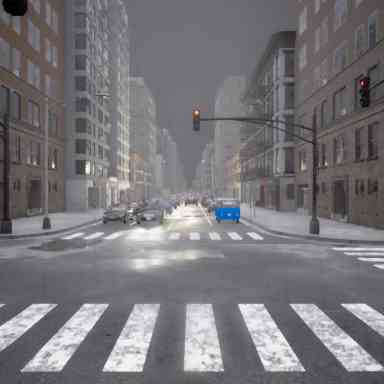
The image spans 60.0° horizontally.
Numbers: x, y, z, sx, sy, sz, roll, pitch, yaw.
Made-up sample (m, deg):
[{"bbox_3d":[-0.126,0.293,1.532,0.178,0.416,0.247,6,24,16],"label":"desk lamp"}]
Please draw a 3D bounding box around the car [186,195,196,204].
[{"bbox_3d":[-0.127,1.459,65.020,1.882,1.535,5.008,0,0,0],"label":"car"}]

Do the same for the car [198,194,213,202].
[{"bbox_3d":[2.534,1.305,53.301,2.192,1.841,5.009,0,0,0],"label":"car"}]

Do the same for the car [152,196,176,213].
[{"bbox_3d":[-2.917,1.476,33.865,1.882,1.535,5.008,0,0,0],"label":"car"}]

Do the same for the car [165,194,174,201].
[{"bbox_3d":[-5.546,1.409,81.688,1.967,1.590,4.097,0,0,0],"label":"car"}]

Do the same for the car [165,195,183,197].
[{"bbox_3d":[-2.910,1.554,53.114,1.994,1.385,4.181,0,0,1],"label":"car"}]

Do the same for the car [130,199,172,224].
[{"bbox_3d":[-2.885,1.490,24.423,2.128,1.511,4.902,0,0,-1],"label":"car"}]

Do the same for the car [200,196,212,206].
[{"bbox_3d":[2.544,1.576,47.619,1.802,1.307,4.206,0,0,0],"label":"car"}]

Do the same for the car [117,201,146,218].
[{"bbox_3d":[-5.448,1.543,30.552,1.887,1.381,4.507,0,0,0],"label":"car"}]

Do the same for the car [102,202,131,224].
[{"bbox_3d":[-5.437,1.549,24.870,2.008,1.369,4.403,0,0,0],"label":"car"}]

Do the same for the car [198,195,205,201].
[{"bbox_3d":[2.468,1.530,87.388,1.947,1.339,4.313,0,0,0],"label":"car"}]

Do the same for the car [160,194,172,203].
[{"bbox_3d":[-5.524,1.292,70.324,2.192,1.841,5.009,0,0,0],"label":"car"}]

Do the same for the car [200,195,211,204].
[{"bbox_3d":[2.512,1.421,64.663,1.967,1.590,4.097,0,0,0],"label":"car"}]

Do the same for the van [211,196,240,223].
[{"bbox_3d":[2.588,1.340,24.894,1.690,1.788,3.998,0,0,0],"label":"van"}]

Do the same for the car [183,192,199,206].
[{"bbox_3d":[-0.108,1.341,54.988,2.097,1.767,4.553,0,0,0],"label":"car"}]

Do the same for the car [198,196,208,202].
[{"bbox_3d":[2.490,1.524,76.025,2.008,1.369,4.403,0,0,0],"label":"car"}]

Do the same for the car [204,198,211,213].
[{"bbox_3d":[2.566,1.580,36.256,1.802,1.307,4.206,0,0,0],"label":"car"}]

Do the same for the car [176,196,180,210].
[{"bbox_3d":[-2.931,1.560,43.091,1.994,1.385,4.181,0,0,0],"label":"car"}]
